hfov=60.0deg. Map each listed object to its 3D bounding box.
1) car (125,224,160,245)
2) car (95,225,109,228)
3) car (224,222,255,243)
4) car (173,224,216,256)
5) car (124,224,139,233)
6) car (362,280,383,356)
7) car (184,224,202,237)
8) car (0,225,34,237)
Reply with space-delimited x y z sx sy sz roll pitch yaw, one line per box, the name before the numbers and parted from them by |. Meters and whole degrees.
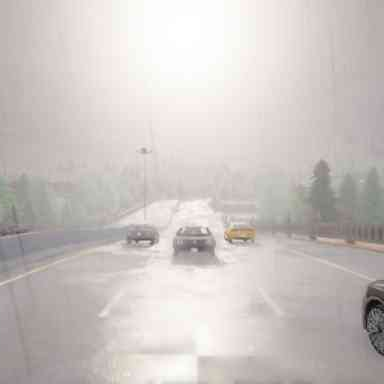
car | -3.401 2.979 23.794 2.033 1.411 5.357 0 -6 0
car | -14.015 5.753 51.805 1.994 1.385 4.181 0 -6 0
car | 3.599 3.109 25.830 1.882 1.535 5.008 0 -5 0
car | 0.099 2.342 16.328 1.895 1.301 4.718 0 -5 0
car | -10.501 6.315 58.009 1.837 1.490 4.892 0 -6 0
car | 3.599 1.556 3.335 2.128 1.511 4.902 0 -1 0
car | 0.099 4.397 38.037 1.994 1.385 4.181 0 -6 0
car | -17.558 3.914 32.740 1.895 1.301 4.718 0 -6 0
